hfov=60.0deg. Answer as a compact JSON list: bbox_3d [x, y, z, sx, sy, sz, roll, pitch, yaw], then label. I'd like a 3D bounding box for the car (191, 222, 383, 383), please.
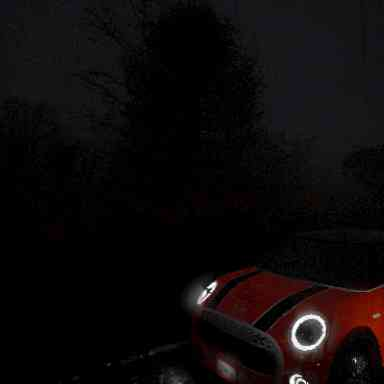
[{"bbox_3d":[2.192,1.394,5.020,4.553,1.767,2.097,1,0,-36],"label":"car"}]
